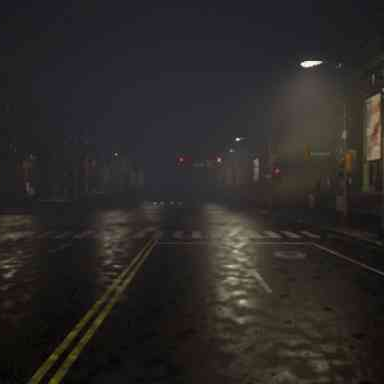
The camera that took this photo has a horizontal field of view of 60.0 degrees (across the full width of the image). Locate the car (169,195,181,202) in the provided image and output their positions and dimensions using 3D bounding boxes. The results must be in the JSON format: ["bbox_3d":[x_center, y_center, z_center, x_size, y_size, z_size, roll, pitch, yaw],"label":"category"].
[{"bbox_3d":[-3.548,1.503,73.230,1.812,1.442,4.674,0,0,0],"label":"car"}]

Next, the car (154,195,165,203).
[{"bbox_3d":[-7.038,1.503,71.814,1.812,1.442,4.674,0,0,0],"label":"car"}]
